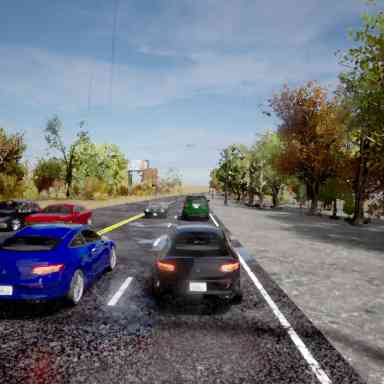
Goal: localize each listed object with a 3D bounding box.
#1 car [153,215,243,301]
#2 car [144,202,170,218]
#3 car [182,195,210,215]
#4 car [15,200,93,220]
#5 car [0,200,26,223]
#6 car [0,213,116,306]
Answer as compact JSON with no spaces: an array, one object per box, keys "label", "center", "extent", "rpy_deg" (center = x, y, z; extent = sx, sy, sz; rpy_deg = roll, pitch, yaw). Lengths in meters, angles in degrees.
[{"label":"car","center":[0.156,1.531,8.240],"extent":[1.812,1.442,4.674],"rpy_deg":[0,0,1]},{"label":"car","center":[-2.927,1.522,28.858],"extent":[1.895,1.301,4.718],"rpy_deg":[2,0,1]},{"label":"car","center":[0.319,1.224,28.066],"extent":[2.150,2.045,5.566],"rpy_deg":[1,0,0]},{"label":"car","center":[-6.480,1.298,16.654],"extent":[1.882,1.535,5.008],"rpy_deg":[2,0,0]},{"label":"car","center":[-9.718,1.225,18.206],"extent":[1.837,1.490,4.892],"rpy_deg":[2,0,0]},{"label":"car","center":[-3.092,1.453,7.777],"extent":[1.812,1.442,4.674],"rpy_deg":[2,0,0]}]
